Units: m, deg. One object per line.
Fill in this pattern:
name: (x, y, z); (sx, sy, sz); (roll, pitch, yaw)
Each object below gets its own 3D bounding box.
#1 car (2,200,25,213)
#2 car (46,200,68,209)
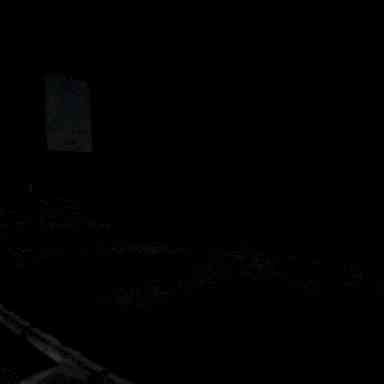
car: (-23.592, 1.792, 42.201); (2.097, 1.767, 4.553); (-3, 0, -3)
car: (-22.878, 2.131, 56.484); (1.994, 1.385, 4.181); (-4, -1, 12)
